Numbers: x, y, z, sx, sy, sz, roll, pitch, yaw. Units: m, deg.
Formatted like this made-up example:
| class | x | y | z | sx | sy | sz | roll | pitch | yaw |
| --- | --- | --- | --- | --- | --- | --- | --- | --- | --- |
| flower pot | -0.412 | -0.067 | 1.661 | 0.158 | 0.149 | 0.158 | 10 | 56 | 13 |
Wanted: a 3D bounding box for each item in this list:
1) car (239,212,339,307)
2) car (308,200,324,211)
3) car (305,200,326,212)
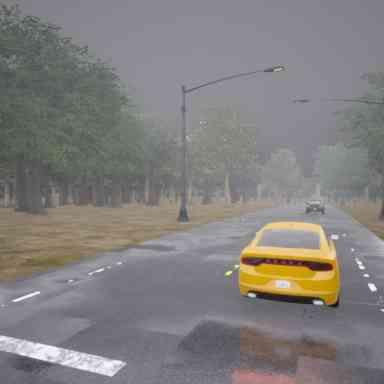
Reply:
| class | x | y | z | sx | sy | sz | roll | pitch | yaw |
| --- | --- | --- | --- | --- | --- | --- | --- | --- | --- |
| car | 2.504 | 1.472 | 8.170 | 1.882 | 1.535 | 5.008 | 0 | 0 | 21 |
| car | 17.068 | 1.801 | 45.709 | 2.033 | 1.411 | 5.357 | 0 | -1 | 21 |
| car | 13.523 | 1.622 | 36.440 | 1.812 | 1.442 | 4.674 | 0 | -1 | 22 |
